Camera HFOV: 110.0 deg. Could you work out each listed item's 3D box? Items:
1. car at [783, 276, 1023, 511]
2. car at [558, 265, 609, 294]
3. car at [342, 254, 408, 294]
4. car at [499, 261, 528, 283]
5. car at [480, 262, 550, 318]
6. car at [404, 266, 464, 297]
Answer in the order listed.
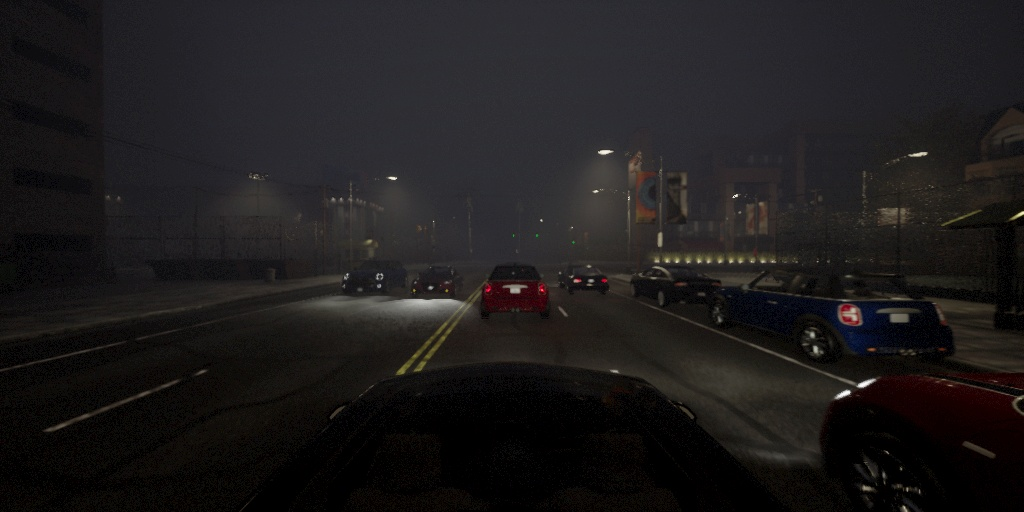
[{"bbox_3d":[3.591,1.106,1.054,2.097,1.767,4.553,0,0,0],"label":"car"},{"bbox_3d":[3.596,1.153,18.787,2.033,1.411,5.357,0,0,0],"label":"car"},{"bbox_3d":[-7.030,0.956,18.861,2.097,1.767,4.553,0,1,0],"label":"car"},{"bbox_3d":[0.088,1.106,26.280,1.994,1.385,4.181,0,0,0],"label":"car"},{"bbox_3d":[0.096,1.010,12.579,2.097,1.767,4.553,0,0,0],"label":"car"},{"bbox_3d":[-3.543,1.180,17.626,1.994,1.385,4.181,0,0,0],"label":"car"}]
